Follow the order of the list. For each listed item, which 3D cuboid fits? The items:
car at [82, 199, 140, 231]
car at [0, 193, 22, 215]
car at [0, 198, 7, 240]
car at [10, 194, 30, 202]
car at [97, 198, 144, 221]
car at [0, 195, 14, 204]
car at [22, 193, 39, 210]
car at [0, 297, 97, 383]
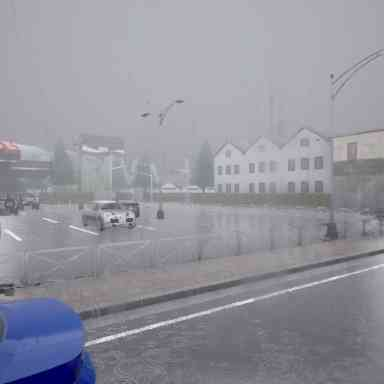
[{"bbox_3d":[-4.629,1.248,18.365,1.970,1.475,3.806,0,0,-36],"label":"car"},{"bbox_3d":[-17.207,1.113,30.348,1.932,1.855,4.605,0,0,-36],"label":"car"},{"bbox_3d":[-9.665,1.169,14.375,2.152,1.636,5.027,0,0,-36],"label":"car"},{"bbox_3d":[-38.162,1.328,73.786,3.866,1.878,1.905,0,0,-36],"label":"car"},{"bbox_3d":[-5.742,1.313,26.231,2.007,1.523,4.514,0,0,-36],"label":"car"},{"bbox_3d":[-38.404,1.495,66.658,4.611,1.667,2.242,0,0,-36],"label":"car"},{"bbox_3d":[-19.101,1.092,38.662,1.905,1.878,3.866,0,0,-36],"label":"car"},{"bbox_3d":[-3.096,1.477,1.784,5.008,1.535,1.882,0,0,-36],"label":"car"}]
